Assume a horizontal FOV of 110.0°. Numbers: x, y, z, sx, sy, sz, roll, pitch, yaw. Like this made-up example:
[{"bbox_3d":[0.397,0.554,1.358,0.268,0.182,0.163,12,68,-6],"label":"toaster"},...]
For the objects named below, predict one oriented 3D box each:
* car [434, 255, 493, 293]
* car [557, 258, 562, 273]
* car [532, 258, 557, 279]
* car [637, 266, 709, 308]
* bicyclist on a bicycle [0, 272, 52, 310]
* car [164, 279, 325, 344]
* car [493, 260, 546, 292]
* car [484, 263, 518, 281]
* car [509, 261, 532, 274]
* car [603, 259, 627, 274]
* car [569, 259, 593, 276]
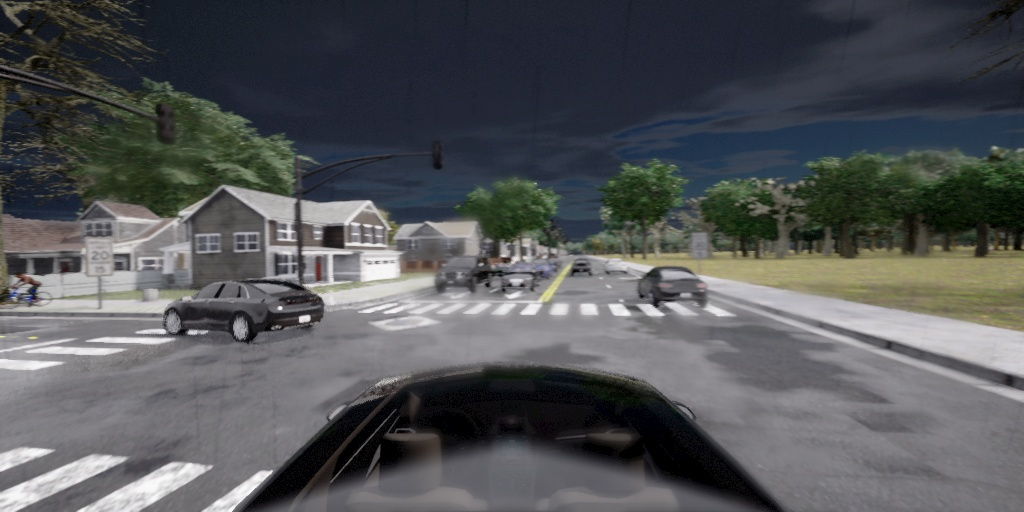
[{"bbox_3d":[-2.660,0.985,21.185,2.150,2.045,5.566,-1,0,11],"label":"car"},{"bbox_3d":[4.138,1.126,39.695,1.994,1.385,4.181,-1,0,11],"label":"car"},{"bbox_3d":[2.279,0.982,29.905,2.097,1.767,4.553,-1,0,11],"label":"car"},{"bbox_3d":[6.141,1.113,14.045,1.812,1.442,4.674,-1,0,11],"label":"car"},{"bbox_3d":[-21.934,1.542,16.153,0.582,1.620,1.656,-1,0,11],"label":"bicyclist on a bicycle"},{"bbox_3d":[-7.513,1.407,10.034,4.892,1.490,1.837,-1,-1,22],"label":"car"},{"bbox_3d":[0.595,1.183,20.921,2.128,1.511,4.902,-1,0,9],"label":"car"},{"bbox_3d":[-0.843,1.297,30.864,1.895,1.301,4.718,-1,0,11],"label":"car"},{"bbox_3d":[1.061,1.227,40.908,1.895,1.301,4.718,-1,0,11],"label":"car"},{"bbox_3d":[10.021,0.971,34.924,1.812,1.442,4.674,-1,0,11],"label":"car"},{"bbox_3d":[6.559,1.029,34.078,1.837,1.490,4.892,-1,0,11],"label":"car"}]
